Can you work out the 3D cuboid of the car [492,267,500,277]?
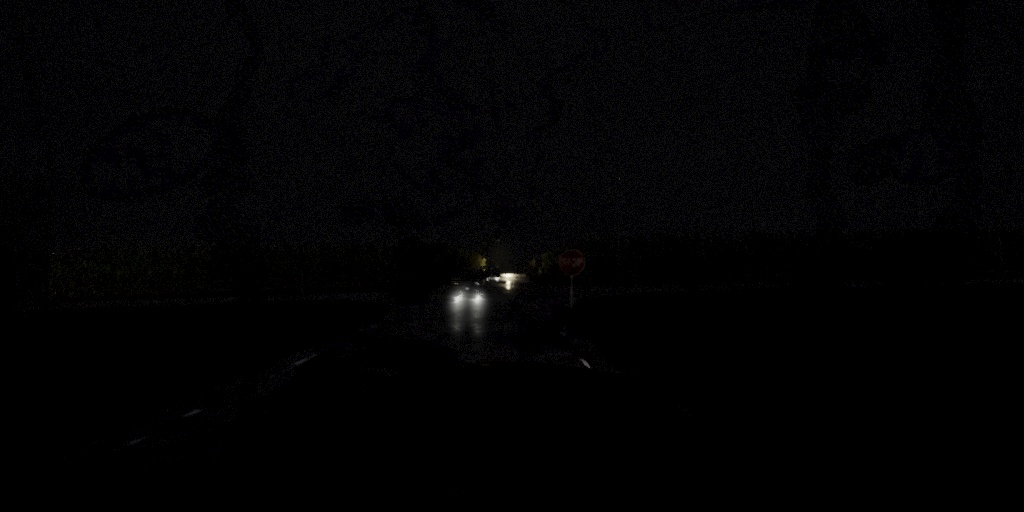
[{"bbox_3d":[-2.560,2.118,47.362,1.994,1.385,4.181,0,-1,0],"label":"car"}]

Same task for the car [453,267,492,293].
[{"bbox_3d":[-2.663,1.608,23.974,2.033,1.411,5.357,0,-1,0],"label":"car"}]
